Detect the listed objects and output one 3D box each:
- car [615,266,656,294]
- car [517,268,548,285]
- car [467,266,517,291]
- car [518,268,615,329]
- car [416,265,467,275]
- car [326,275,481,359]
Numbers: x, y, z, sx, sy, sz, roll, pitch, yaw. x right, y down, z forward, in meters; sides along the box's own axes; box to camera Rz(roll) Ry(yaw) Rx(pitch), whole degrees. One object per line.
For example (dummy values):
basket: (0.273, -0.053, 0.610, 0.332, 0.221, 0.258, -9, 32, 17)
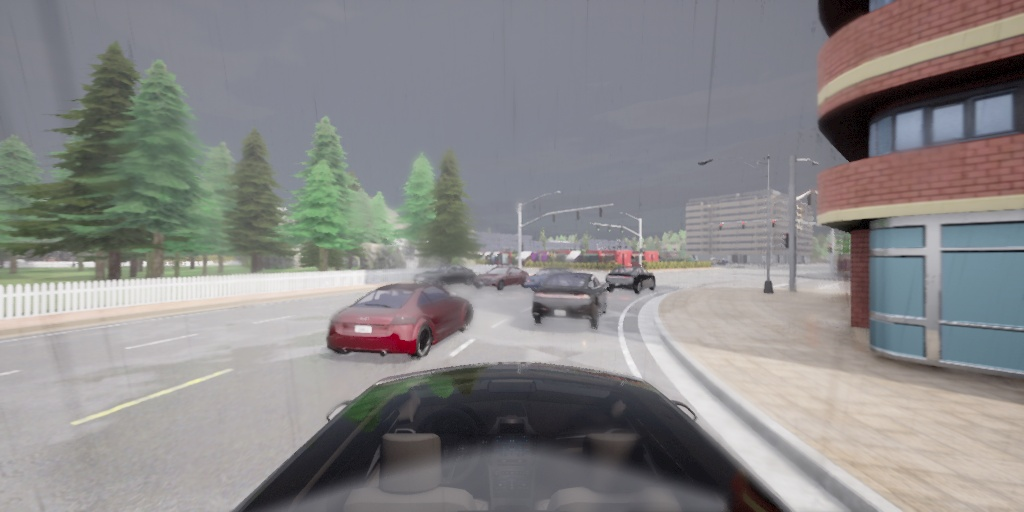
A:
car: (7.076, 1.352, 21.217, 2.128, 1.511, 4.902, 1, 0, 36)
car: (2.673, 1.393, 21.217, 2.033, 1.411, 5.357, 0, 0, 32)
car: (-0.538, 1.380, 23.166, 1.812, 1.442, 4.674, 0, 0, 32)
car: (2.030, 1.292, 11.626, 2.128, 1.511, 4.902, 0, 0, 19)
car: (-4.335, 1.315, 23.501, 2.128, 1.511, 4.902, 0, 0, 30)
car: (-2.368, 1.333, 8.605, 1.994, 1.385, 4.181, 0, 0, 11)
